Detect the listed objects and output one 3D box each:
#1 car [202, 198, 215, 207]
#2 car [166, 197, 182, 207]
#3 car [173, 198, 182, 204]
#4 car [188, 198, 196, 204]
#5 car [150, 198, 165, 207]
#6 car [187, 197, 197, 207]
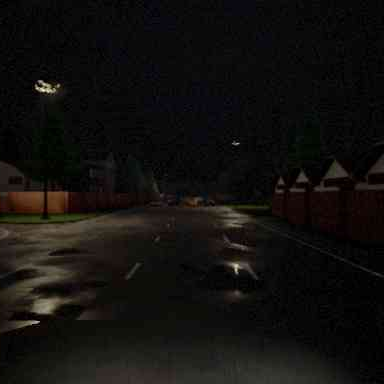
[{"bbox_3d":[3.492,2.211,65.214,1.895,1.301,4.718,0,0,0],"label":"car"},{"bbox_3d":[-3.508,2.176,65.404,1.994,1.385,4.181,0,0,0],"label":"car"},{"bbox_3d":[-3.512,2.104,80.810,1.837,1.490,4.892,0,-1,0],"label":"car"},{"bbox_3d":[-0.012,2.104,80.811,1.837,1.490,4.892,0,-1,0],"label":"car"},{"bbox_3d":[-7.008,2.211,65.213,1.895,1.301,4.718,0,0,0],"label":"car"},{"bbox_3d":[-0.005,2.091,65.580,1.882,1.535,5.008,0,0,0],"label":"car"}]
